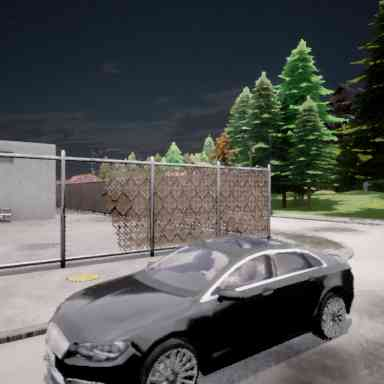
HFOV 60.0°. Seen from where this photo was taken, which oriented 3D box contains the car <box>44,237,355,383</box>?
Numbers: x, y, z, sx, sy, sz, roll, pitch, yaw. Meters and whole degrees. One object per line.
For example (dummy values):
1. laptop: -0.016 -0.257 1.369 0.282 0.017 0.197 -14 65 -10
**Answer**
1. car: 0.488 1.491 4.954 4.902 1.511 2.128 0 0 -36
